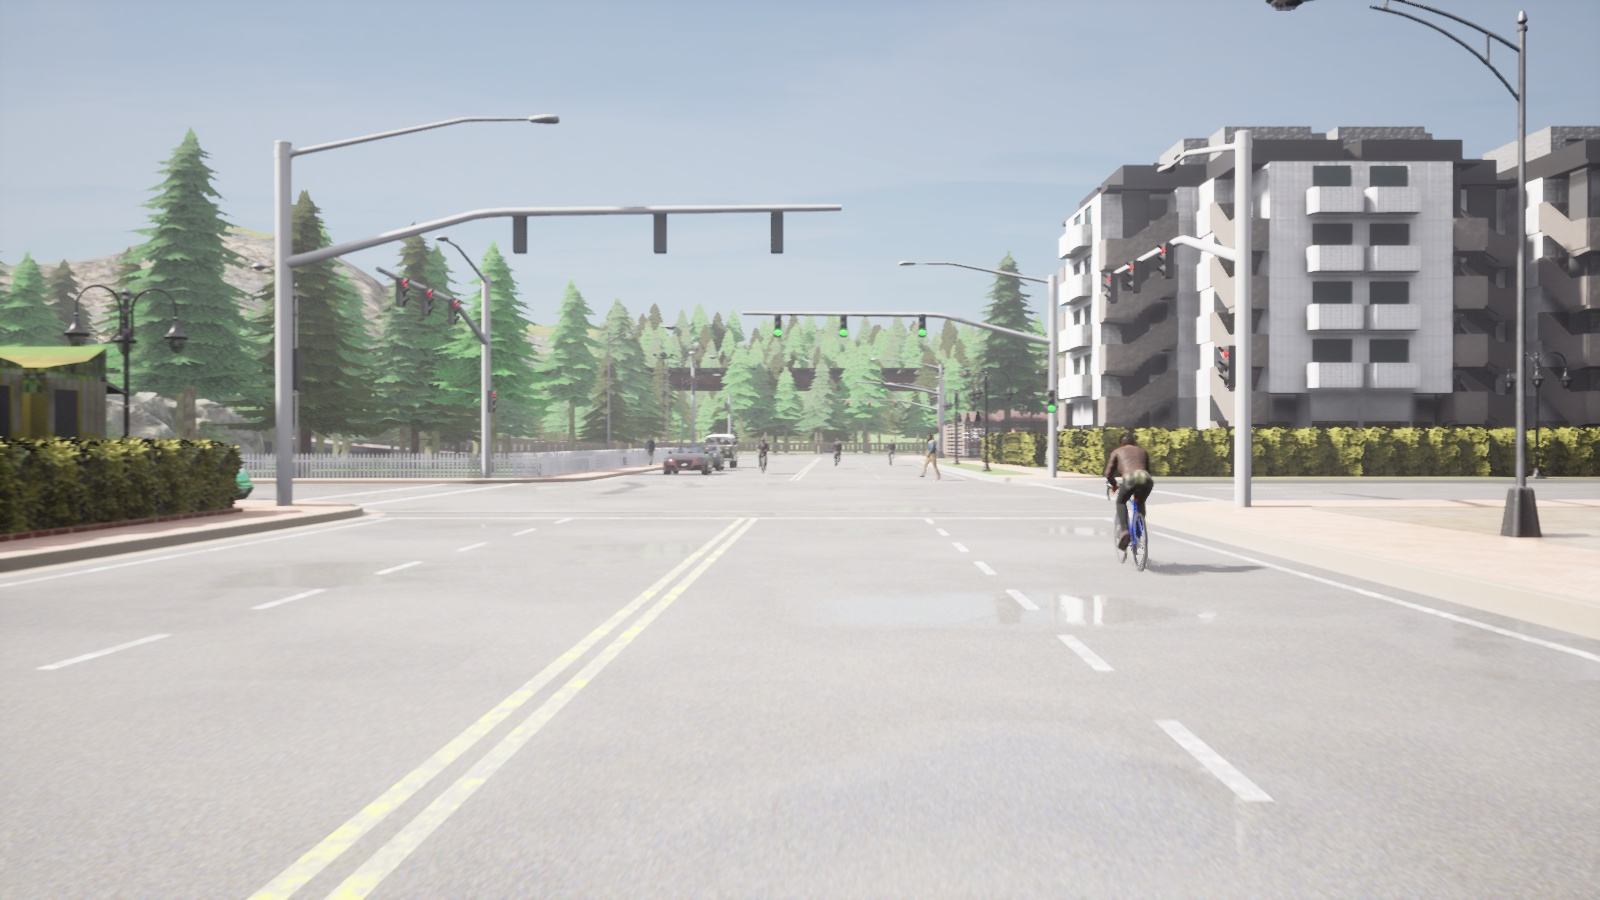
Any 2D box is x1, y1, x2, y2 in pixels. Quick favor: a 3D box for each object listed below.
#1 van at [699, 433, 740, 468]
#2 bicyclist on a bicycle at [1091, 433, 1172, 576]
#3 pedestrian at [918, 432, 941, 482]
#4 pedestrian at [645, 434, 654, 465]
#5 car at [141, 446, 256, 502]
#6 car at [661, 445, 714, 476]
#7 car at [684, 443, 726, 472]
[{"bbox_3d":[-4.813,0.039,75.467,2.069,2.038,4.480,0,0,2],"label":"van"},{"bbox_3d":[3.940,0.619,15.025,0.582,1.620,1.656,0,0,2],"label":"bicyclist on a bicycle"},{"bbox_3d":[5.089,0.262,49.349,0.788,1.949,0.423,0,0,-7],"label":"pedestrian"},{"bbox_3d":[-8.925,-0.025,74.466,0.402,1.842,0.726,0,0,2],"label":"pedestrian"},{"bbox_3d":[-15.374,0.603,32.175,2.207,1.376,1.481,0,0,2],"label":"car"},{"bbox_3d":[-5.282,0.470,59.299,1.994,1.385,4.181,0,0,2],"label":"car"},{"bbox_3d":[-5.053,0.375,67.239,1.845,1.501,3.633,0,0,2],"label":"car"}]
